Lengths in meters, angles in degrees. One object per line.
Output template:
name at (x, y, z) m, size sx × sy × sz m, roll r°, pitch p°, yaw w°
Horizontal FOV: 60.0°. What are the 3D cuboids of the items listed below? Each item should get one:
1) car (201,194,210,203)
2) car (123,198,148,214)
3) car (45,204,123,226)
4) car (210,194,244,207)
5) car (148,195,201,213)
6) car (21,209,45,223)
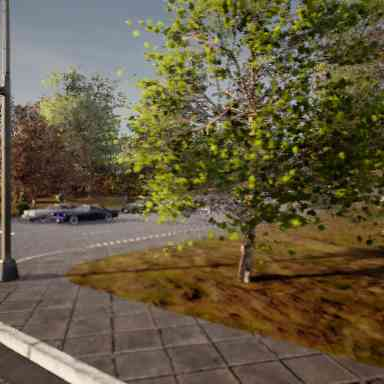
car at (1.353, 0.965, 41.503) m, size 1.812 × 1.442 × 4.674 m, roll 0°, pitch 3°, yaw 38°
car at (-4.693, 1.352, 33.726) m, size 2.033 × 1.411 × 5.357 m, roll 0°, pitch 2°, yaw 38°
car at (-7.699, 1.595, 24.126) m, size 1.895 × 1.301 × 4.718 m, roll 0°, pitch 1°, yaw 38°
car at (4.918, 0.919, 40.406) m, size 2.033 × 1.411 × 5.357 m, roll 0°, pitch 3°, yaw 38°
car at (-1.592, 1.133, 32.011) m, size 2.097 × 1.767 × 4.553 m, roll 0°, pitch 2°, yaw 38°
car at (-10.640, 1.607, 26.044) m, size 1.895 × 1.301 × 4.718 m, roll 0°, pitch 1°, yaw 38°
